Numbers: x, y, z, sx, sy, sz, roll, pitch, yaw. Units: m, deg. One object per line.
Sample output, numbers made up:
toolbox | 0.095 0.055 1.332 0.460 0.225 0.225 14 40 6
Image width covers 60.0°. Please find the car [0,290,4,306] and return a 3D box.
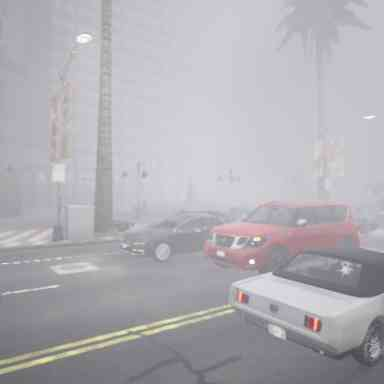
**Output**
car | -5.576 1.520 4.328 5.357 1.411 2.033 1 0 -38

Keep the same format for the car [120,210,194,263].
car | -0.247 1.577 12.398 4.892 1.490 1.837 1 0 -35

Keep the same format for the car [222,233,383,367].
car | 2.988 1.664 5.879 4.718 1.301 1.895 1 0 -36

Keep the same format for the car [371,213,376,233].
car | 8.171 1.790 18.319 4.718 1.301 1.895 1 0 -35

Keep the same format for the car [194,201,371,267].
car | 3.023 1.313 10.420 5.566 2.045 2.150 1 0 -35

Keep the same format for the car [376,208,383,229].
car | 11.529 1.702 16.413 4.902 1.511 2.128 1 0 -35

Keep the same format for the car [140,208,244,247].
car | 0.105 1.614 16.461 4.786 1.482 2.161 1 0 -36
